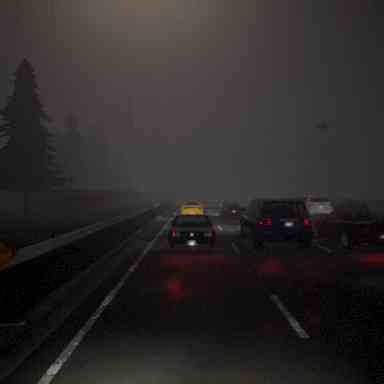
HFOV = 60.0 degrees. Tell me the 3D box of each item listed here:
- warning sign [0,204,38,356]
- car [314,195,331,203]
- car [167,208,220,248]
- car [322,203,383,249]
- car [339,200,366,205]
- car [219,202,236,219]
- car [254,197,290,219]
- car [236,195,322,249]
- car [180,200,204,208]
[{"bbox_3d":[-3.050,1.115,4.649,1.300,1.860,1.060,0,0,0],"label":"warning sign"},{"bbox_3d":[10.500,1.259,29.680,2.150,2.045,5.566,0,0,0],"label":"car"},{"bbox_3d":[0.000,1.617,14.680,1.895,1.301,4.718,0,0,0],"label":"car"},{"bbox_3d":[7.000,1.485,14.650,1.882,1.535,5.008,0,0,0],"label":"car"},{"bbox_3d":[14.000,1.496,29.650,2.128,1.511,4.902,0,0,0],"label":"car"},{"bbox_3d":[3.500,1.573,29.650,1.994,1.385,4.181,0,0,0],"label":"car"},{"bbox_3d":[7.000,1.367,29.620,2.097,1.767,4.553,0,0,0],"label":"car"},{"bbox_3d":[3.500,1.258,14.680,2.150,2.045,5.566,0,0,0],"label":"car"},{"bbox_3d":[0.000,1.485,29.650,1.882,1.535,5.008,0,0,0],"label":"car"}]
